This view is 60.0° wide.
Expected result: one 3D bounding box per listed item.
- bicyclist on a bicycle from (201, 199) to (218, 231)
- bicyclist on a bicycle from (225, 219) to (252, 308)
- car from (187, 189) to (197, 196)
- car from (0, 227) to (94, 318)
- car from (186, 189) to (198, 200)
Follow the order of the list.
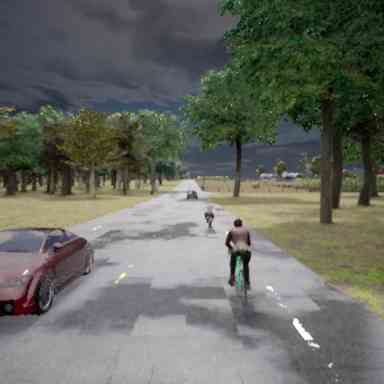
[{"bbox_3d":[0.928,1.191,17.494,0.866,1.612,1.509,0,1,0],"label":"bicyclist on a bicycle"},{"bbox_3d":[0.958,1.378,6.768,0.582,1.620,1.656,0,1,0],"label":"bicyclist on a bicycle"},{"bbox_3d":[-0.063,0.043,73.770,2.128,1.511,4.902,0,2,0],"label":"car"},{"bbox_3d":[-3.606,1.482,7.222,1.994,1.385,4.181,0,1,0],"label":"car"},{"bbox_3d":[0.051,0.512,57.456,1.812,1.442,4.674,0,1,0],"label":"car"}]
